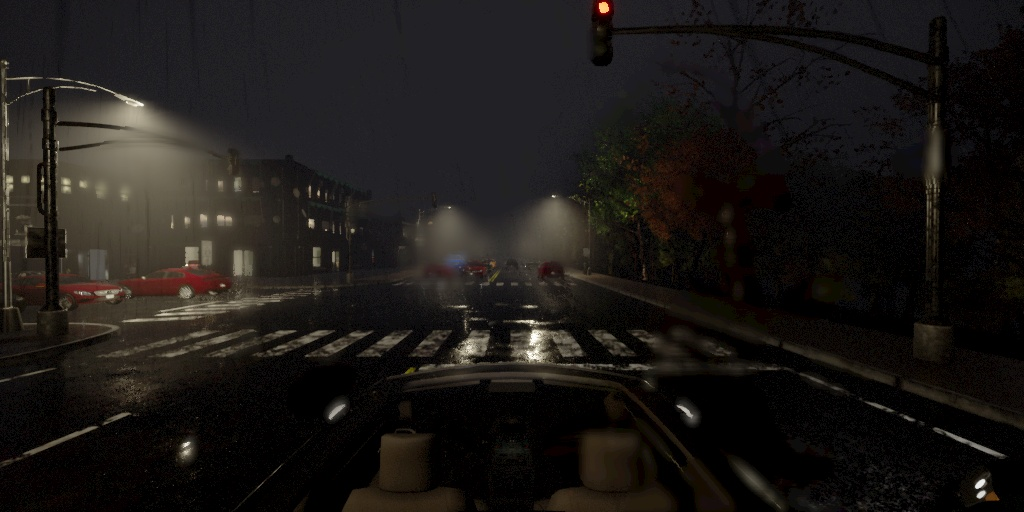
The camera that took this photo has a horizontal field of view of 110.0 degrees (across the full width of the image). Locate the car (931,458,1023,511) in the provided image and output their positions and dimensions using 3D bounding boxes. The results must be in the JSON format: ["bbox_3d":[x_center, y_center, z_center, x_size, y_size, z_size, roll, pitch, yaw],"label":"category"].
[{"bbox_3d":[3.356,1.314,0.228,1.994,1.385,4.181,0,0,0],"label":"car"}]

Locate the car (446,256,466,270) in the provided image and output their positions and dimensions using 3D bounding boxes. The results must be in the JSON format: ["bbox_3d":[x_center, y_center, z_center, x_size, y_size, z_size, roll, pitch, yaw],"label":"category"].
[{"bbox_3d":[-6.671,0.956,43.575,2.150,2.045,5.566,0,0,0],"label":"car"}]

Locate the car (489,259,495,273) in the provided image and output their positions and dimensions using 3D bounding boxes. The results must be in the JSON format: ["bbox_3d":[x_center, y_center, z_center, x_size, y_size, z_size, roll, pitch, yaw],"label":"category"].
[{"bbox_3d":[-3.425,1.240,43.174,1.837,1.490,4.892,0,0,0],"label":"car"}]

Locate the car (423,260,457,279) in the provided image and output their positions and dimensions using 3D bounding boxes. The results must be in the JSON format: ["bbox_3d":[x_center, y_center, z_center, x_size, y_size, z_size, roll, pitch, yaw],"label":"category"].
[{"bbox_3d":[-6.662,1.340,32.886,1.895,1.301,4.718,0,0,2],"label":"car"}]

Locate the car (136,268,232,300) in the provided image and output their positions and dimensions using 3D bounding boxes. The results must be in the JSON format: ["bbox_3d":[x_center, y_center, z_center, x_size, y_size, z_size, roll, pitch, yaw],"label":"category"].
[{"bbox_3d":[-17.325,1.388,18.429,5.008,1.535,1.882,-1,0,1],"label":"car"}]

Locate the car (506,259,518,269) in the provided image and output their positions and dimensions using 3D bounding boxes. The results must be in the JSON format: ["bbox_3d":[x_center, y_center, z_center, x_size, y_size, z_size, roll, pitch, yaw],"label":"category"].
[{"bbox_3d":[-0.021,1.234,55.668,1.837,1.490,4.892,0,0,0],"label":"car"}]

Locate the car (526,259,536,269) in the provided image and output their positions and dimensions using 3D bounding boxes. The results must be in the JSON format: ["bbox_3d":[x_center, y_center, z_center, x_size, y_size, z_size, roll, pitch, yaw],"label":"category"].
[{"bbox_3d":[3.228,1.221,55.406,2.128,1.511,4.902,0,0,0],"label":"car"}]

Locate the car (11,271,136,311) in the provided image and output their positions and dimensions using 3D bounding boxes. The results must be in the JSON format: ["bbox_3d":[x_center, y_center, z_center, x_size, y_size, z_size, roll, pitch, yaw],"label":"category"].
[{"bbox_3d":[-19.361,1.490,15.240,4.674,1.442,1.812,-1,1,1],"label":"car"}]

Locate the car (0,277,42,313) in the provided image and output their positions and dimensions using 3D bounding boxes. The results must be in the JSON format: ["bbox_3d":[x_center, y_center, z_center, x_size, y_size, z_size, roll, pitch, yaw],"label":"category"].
[{"bbox_3d":[-19.971,1.565,12.541,4.313,1.339,1.948,0,0,0],"label":"car"}]

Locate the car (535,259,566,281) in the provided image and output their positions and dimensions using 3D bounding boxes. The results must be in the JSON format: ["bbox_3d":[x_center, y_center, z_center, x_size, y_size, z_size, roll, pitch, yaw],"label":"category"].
[{"bbox_3d":[3.286,1.218,29.971,1.882,1.535,5.008,0,0,0],"label":"car"}]

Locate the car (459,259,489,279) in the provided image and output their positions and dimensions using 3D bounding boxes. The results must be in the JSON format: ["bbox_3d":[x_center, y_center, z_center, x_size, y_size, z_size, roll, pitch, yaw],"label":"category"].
[{"bbox_3d":[-3.412,1.265,33.107,1.812,1.442,4.674,0,0,0],"label":"car"}]
